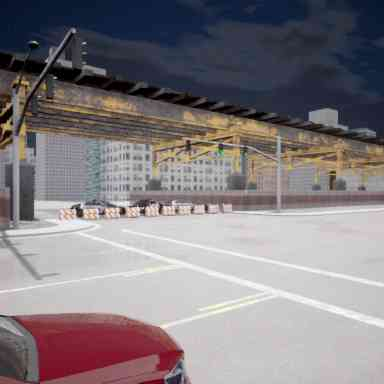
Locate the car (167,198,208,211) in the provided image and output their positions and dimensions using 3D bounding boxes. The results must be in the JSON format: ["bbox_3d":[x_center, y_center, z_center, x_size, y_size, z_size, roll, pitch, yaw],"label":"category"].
[{"bbox_3d":[-0.800,1.295,36.841,4.536,1.218,1.853,0,0,-7],"label":"car"}]

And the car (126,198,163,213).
[{"bbox_3d":[-4.634,1.295,33.129,1.853,1.218,4.536,0,0,18],"label":"car"}]

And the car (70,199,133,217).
[{"bbox_3d":[-8.388,1.453,30.385,4.974,1.542,2.038,0,0,8],"label":"car"}]

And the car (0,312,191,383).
[{"bbox_3d":[-2.160,1.526,2.226,4.674,1.442,1.812,0,0,-35],"label":"car"}]

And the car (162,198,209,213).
[{"bbox_3d":[-0.748,1.453,36.848,4.974,1.542,2.038,0,0,-7],"label":"car"}]

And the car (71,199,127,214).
[{"bbox_3d":[-8.439,1.295,30.392,4.536,1.218,1.853,0,0,8],"label":"car"}]

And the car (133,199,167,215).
[{"bbox_3d":[-4.649,1.453,33.079,2.038,1.542,4.974,0,0,18],"label":"car"}]
